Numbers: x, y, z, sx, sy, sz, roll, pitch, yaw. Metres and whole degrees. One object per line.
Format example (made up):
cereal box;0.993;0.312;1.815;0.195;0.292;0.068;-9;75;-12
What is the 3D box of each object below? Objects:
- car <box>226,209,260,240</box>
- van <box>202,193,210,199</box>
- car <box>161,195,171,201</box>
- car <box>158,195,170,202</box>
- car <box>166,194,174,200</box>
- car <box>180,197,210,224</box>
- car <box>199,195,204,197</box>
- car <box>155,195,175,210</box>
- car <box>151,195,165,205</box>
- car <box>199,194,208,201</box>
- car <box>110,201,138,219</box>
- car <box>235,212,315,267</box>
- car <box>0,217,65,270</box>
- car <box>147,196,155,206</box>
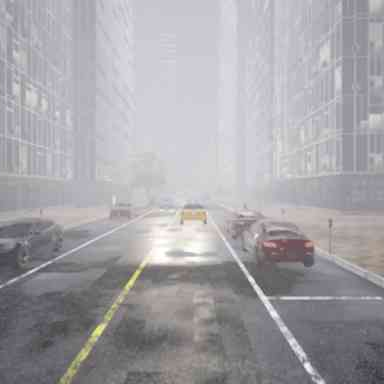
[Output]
car;2.690;1.507;16.686;1.887;1.381;4.507;0;0;0
van;2.699;1.144;67.919;1.690;1.788;3.998;0;0;0
car;-5.680;1.332;73.618;2.008;1.369;4.403;0;0;0
car;-5.681;1.354;67.925;2.008;1.369;4.403;0;0;0
car;-5.678;1.311;85.002;1.802;1.307;4.206;0;0;0
car;0.102;1.400;24.084;1.801;1.575;5.366;0;0;0
car;0.106;1.442;41.326;2.033;1.411;5.357;0;0;0
car;-3.089;1.439;42.223;2.033;1.411;5.357;0;0;0
car;-5.683;1.284;56.540;1.967;1.590;4.097;0;0;0
car;2.701;1.306;79.305;2.008;1.369;4.403;0;0;0
car;-5.688;1.479;28.078;1.887;1.381;4.507;0;0;0
car;2.690;1.558;10.992;1.802;1.307;4.206;0;0;0
car;-5.691;1.542;11.001;1.947;1.339;4.313;0;0;0
car;-5.684;1.303;50.848;1.967;1.590;4.097;0;0;0
